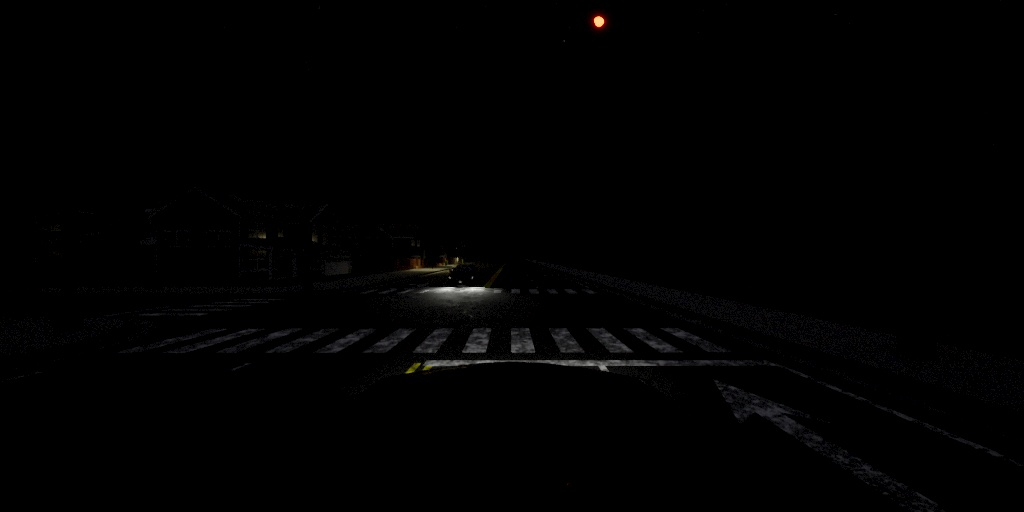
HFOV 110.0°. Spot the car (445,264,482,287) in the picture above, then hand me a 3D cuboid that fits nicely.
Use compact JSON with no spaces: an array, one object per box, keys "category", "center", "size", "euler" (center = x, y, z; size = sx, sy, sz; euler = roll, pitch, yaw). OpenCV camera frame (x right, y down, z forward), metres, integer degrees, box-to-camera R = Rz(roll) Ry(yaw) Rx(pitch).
[{"category":"car","center":[-3.252,1.323,24.856],"size":[1.812,1.442,4.674],"euler":[0,1,0]}]
